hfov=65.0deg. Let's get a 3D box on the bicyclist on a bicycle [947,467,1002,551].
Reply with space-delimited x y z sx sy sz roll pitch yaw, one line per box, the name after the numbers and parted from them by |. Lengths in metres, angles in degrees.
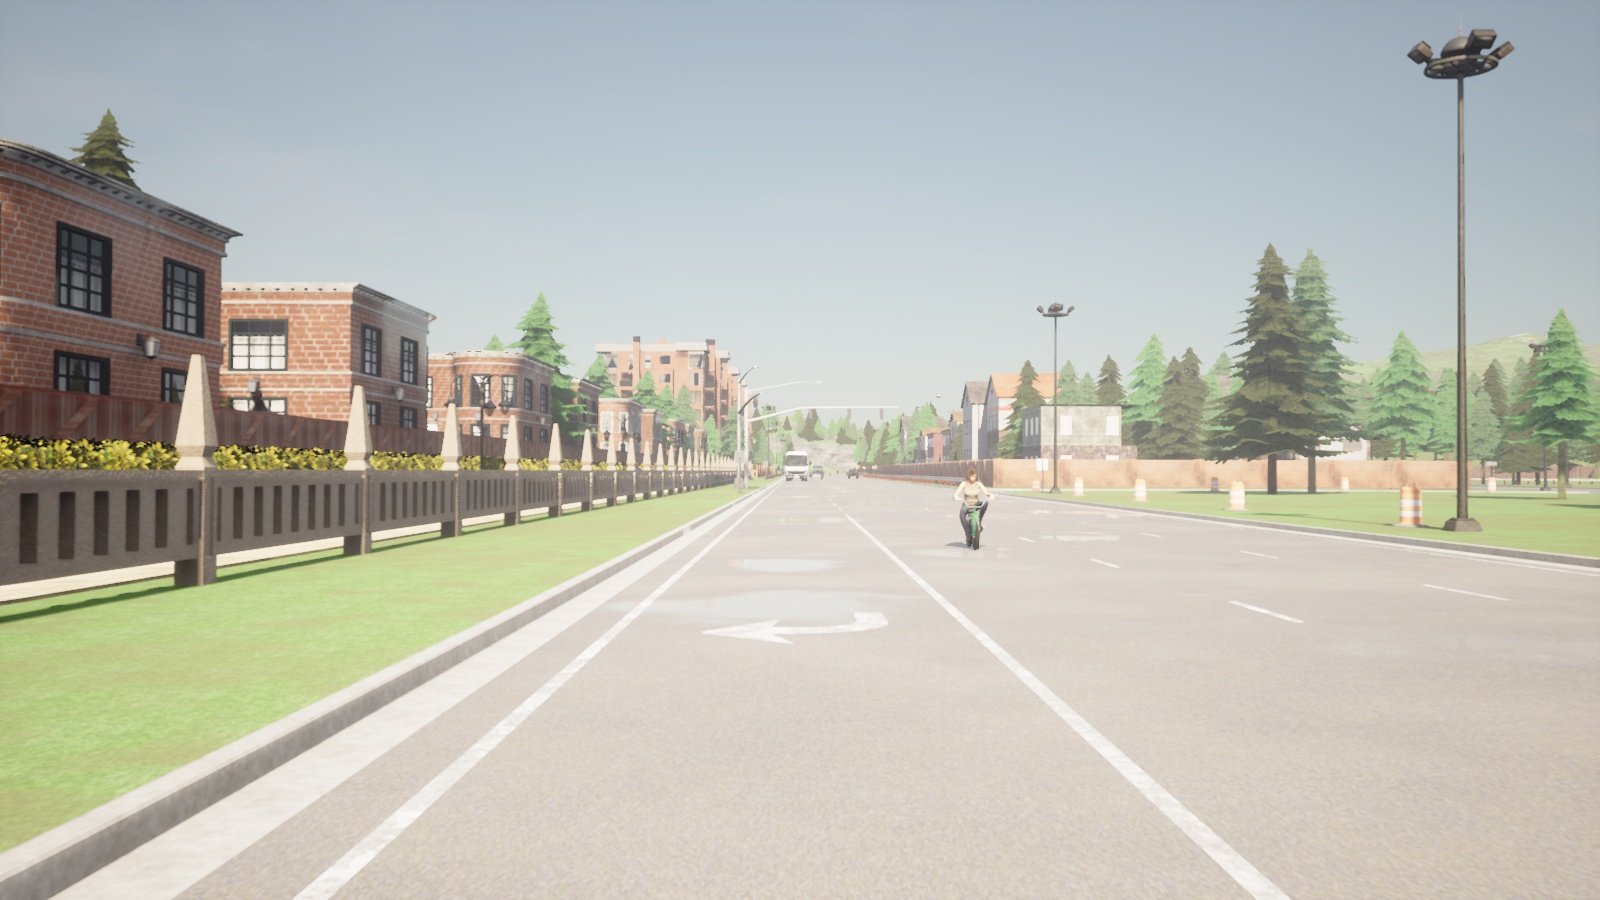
3.443 1.141 24.884 0.866 1.612 1.509 0 -1 0 | bicyclist on a bicycle
